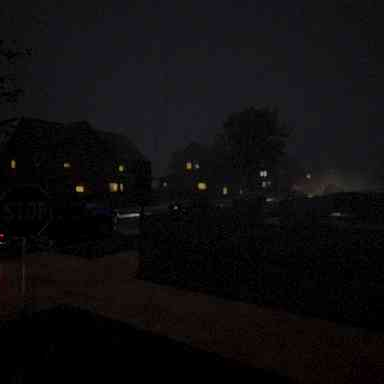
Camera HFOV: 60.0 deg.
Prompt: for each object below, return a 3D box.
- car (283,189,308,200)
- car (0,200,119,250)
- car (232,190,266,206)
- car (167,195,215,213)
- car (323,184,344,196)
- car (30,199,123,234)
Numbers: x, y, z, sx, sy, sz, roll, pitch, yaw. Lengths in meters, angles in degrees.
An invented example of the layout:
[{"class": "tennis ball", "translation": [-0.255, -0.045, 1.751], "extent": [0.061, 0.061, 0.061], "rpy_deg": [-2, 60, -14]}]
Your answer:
[{"class": "car", "translation": [14.090, 0.330, 45.101], "extent": [2.033, 1.411, 5.357], "rpy_deg": [1, 2, 36]}, {"class": "car", "translation": [-5.293, 1.214, 13.243], "extent": [1.837, 1.490, 4.892], "rpy_deg": [-1, 1, 32]}, {"class": "car", "translation": [5.838, 0.588, 33.600], "extent": [1.882, 1.535, 5.008], "rpy_deg": [1, 2, 36]}, {"class": "car", "translation": [0.001, 0.910, 25.401], "extent": [1.994, 1.385, 4.181], "rpy_deg": [1, 2, 35]}, {"class": "car", "translation": [21.681, -0.146, 50.833], "extent": [2.150, 2.045, 5.566], "rpy_deg": [1, 2, 35]}, {"class": "car", "translation": [-5.820, 1.146, 17.208], "extent": [1.994, 1.385, 4.181], "rpy_deg": [1, 2, 35]}]
